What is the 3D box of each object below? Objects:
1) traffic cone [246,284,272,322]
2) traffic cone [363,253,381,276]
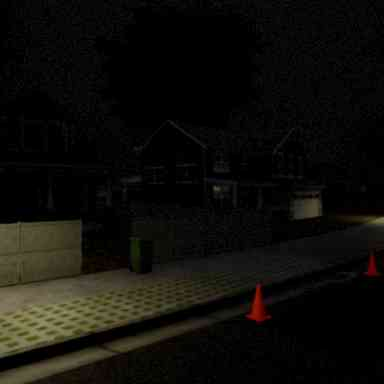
[{"bbox_3d":[1.213,1.967,6.018,0.340,0.580,0.340,0,0,-39],"label":"traffic cone"},{"bbox_3d":[4.960,1.969,9.151,0.340,0.580,0.340,0,0,-41],"label":"traffic cone"}]
